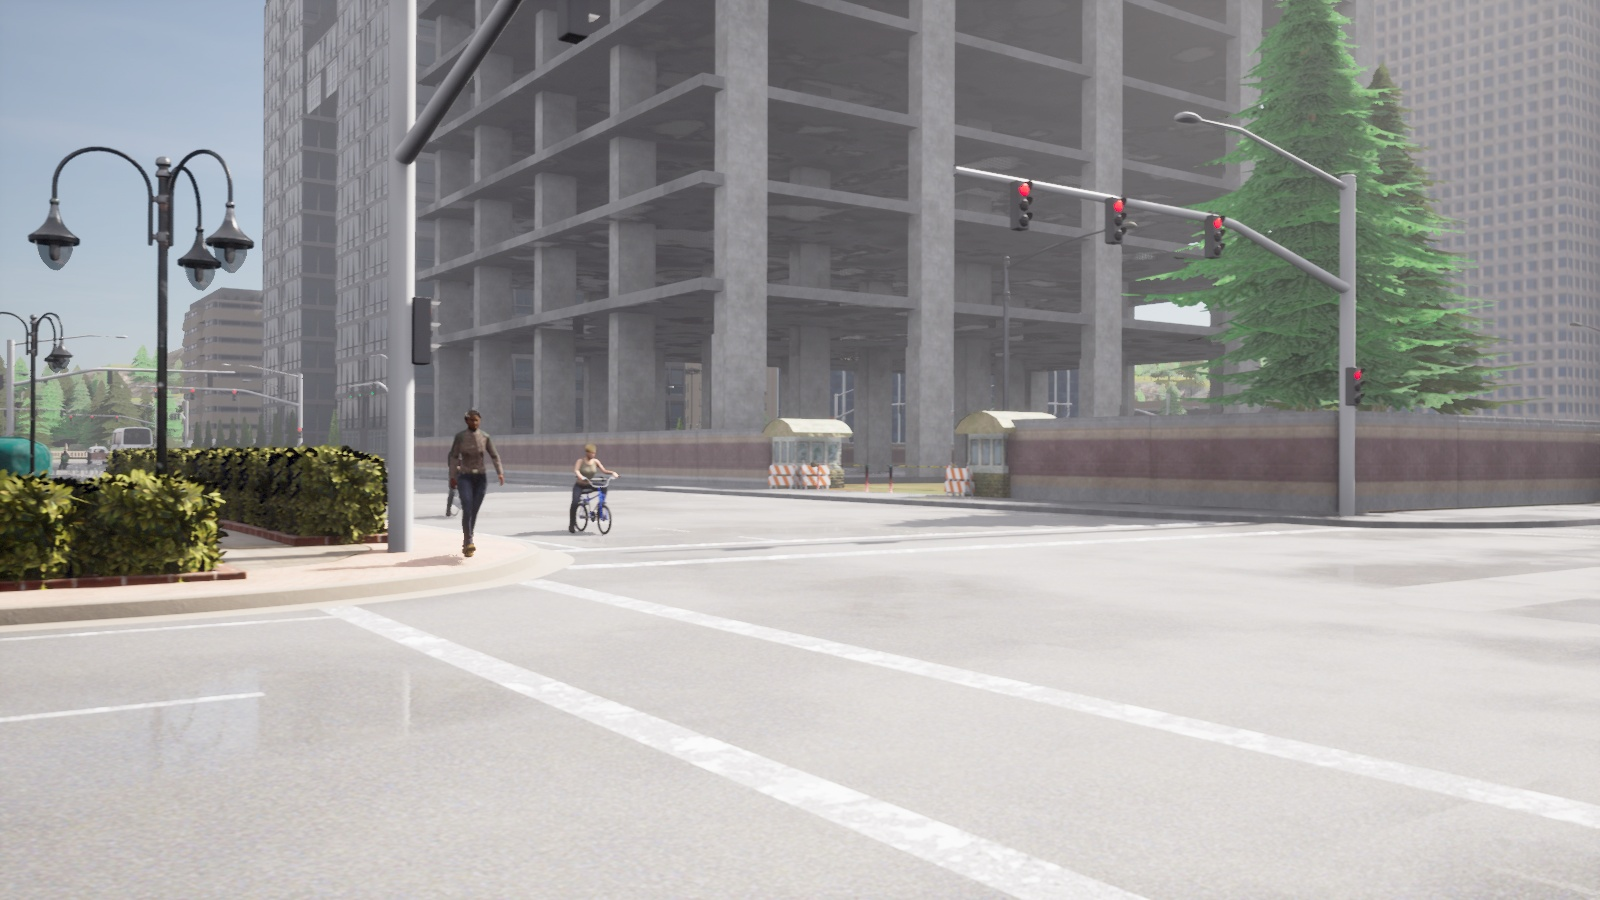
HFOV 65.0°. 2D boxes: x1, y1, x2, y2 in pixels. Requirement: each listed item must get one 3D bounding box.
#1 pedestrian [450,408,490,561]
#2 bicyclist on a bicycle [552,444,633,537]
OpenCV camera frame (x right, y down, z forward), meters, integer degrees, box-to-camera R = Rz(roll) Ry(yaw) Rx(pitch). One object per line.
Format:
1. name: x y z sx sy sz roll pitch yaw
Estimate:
1. pedestrian: -4.018 0.411 15.275 0.328 1.805 0.869 0 0 -24
2. bicyclist on a bicycle: -3.752 0.710 22.619 0.866 1.612 1.509 0 0 -35
